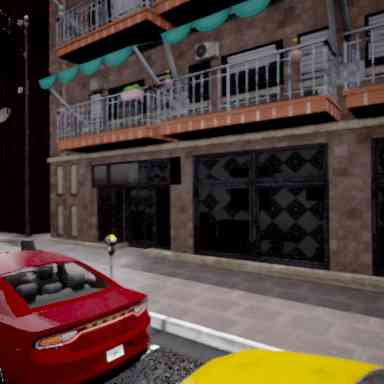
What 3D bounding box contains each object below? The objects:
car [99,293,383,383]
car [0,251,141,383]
[{"bbox_3d":[1.857,1.528,1.565,4.829,1.417,1.752,0,-1,36],"label":"car"},{"bbox_3d":[-2.612,1.530,4.755,4.507,1.381,1.887,0,-1,36],"label":"car"}]
